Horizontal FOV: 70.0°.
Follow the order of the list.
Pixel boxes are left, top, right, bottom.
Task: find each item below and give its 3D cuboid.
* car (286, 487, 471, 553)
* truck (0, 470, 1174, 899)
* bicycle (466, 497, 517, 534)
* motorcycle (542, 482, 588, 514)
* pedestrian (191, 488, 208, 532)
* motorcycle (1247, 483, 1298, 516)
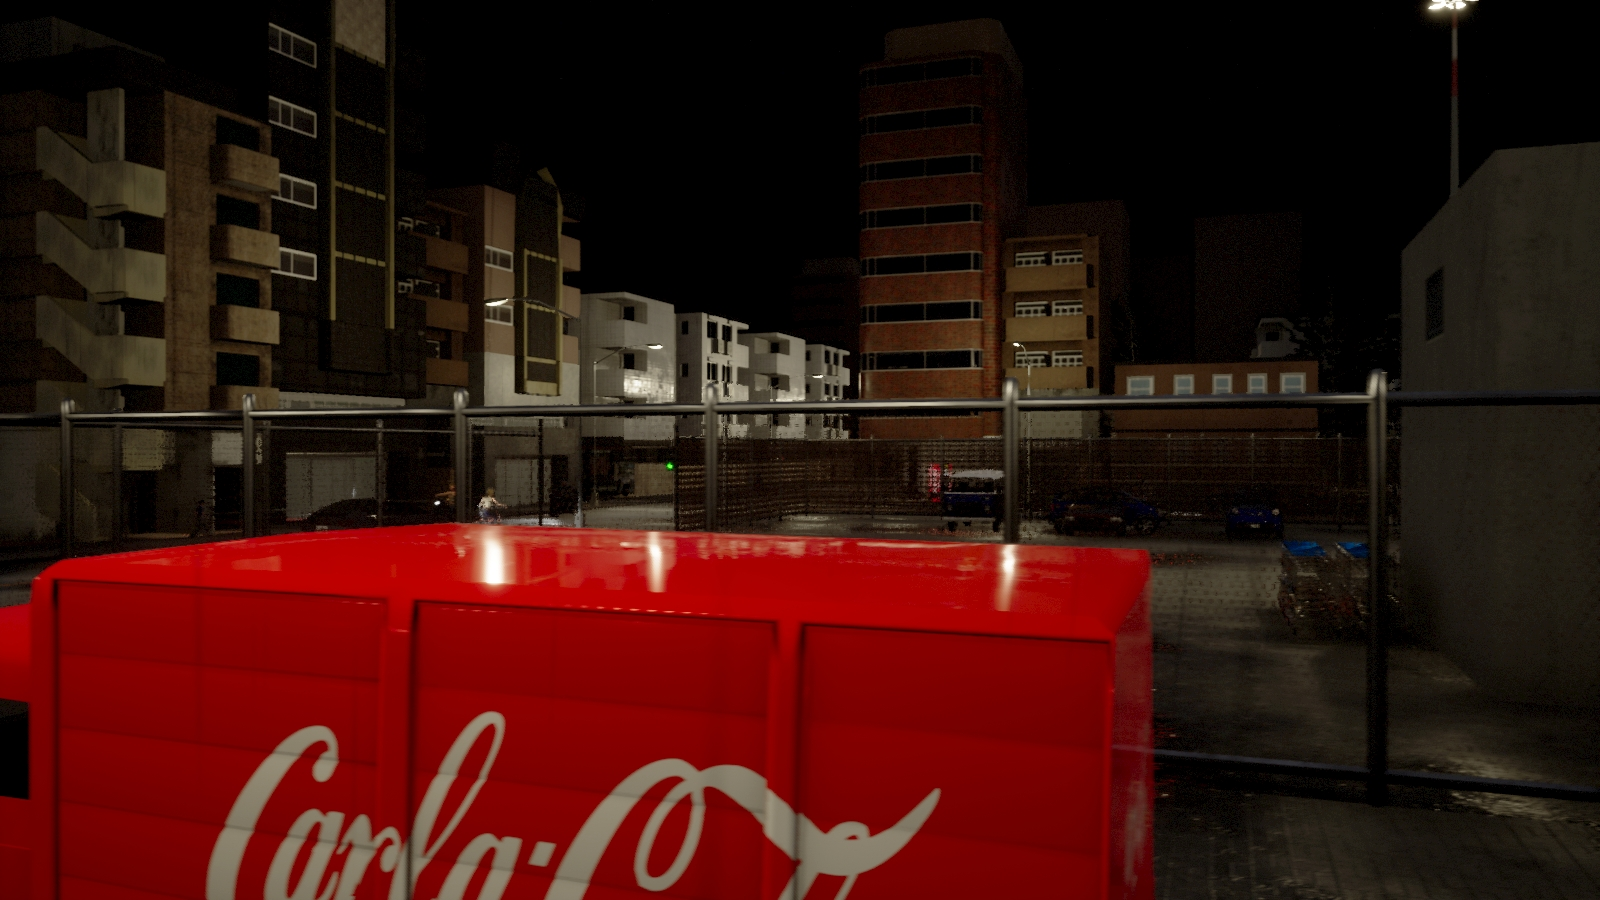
[{"bbox_3d":[-11.443,1.843,31.413,2.163,1.488,4.792,0,0,20],"label":"car"},{"bbox_3d":[-1.366,1.348,4.350,5.204,2.467,2.627,0,0,20],"label":"truck"},{"bbox_3d":[-9.698,2.037,35.952,0.859,1.080,1.487,0,0,20],"label":"bicycle"},{"bbox_3d":[-9.753,1.986,47.476,0.867,1.251,2.209,0,0,20],"label":"motorcycle"},{"bbox_3d":[-18.215,1.805,34.671,0.375,1.300,0.375,0,0,-44],"label":"pedestrian"},{"bbox_3d":[18.710,1.962,45.289,1.805,1.236,0.856,0,0,20],"label":"motorcycle"}]
